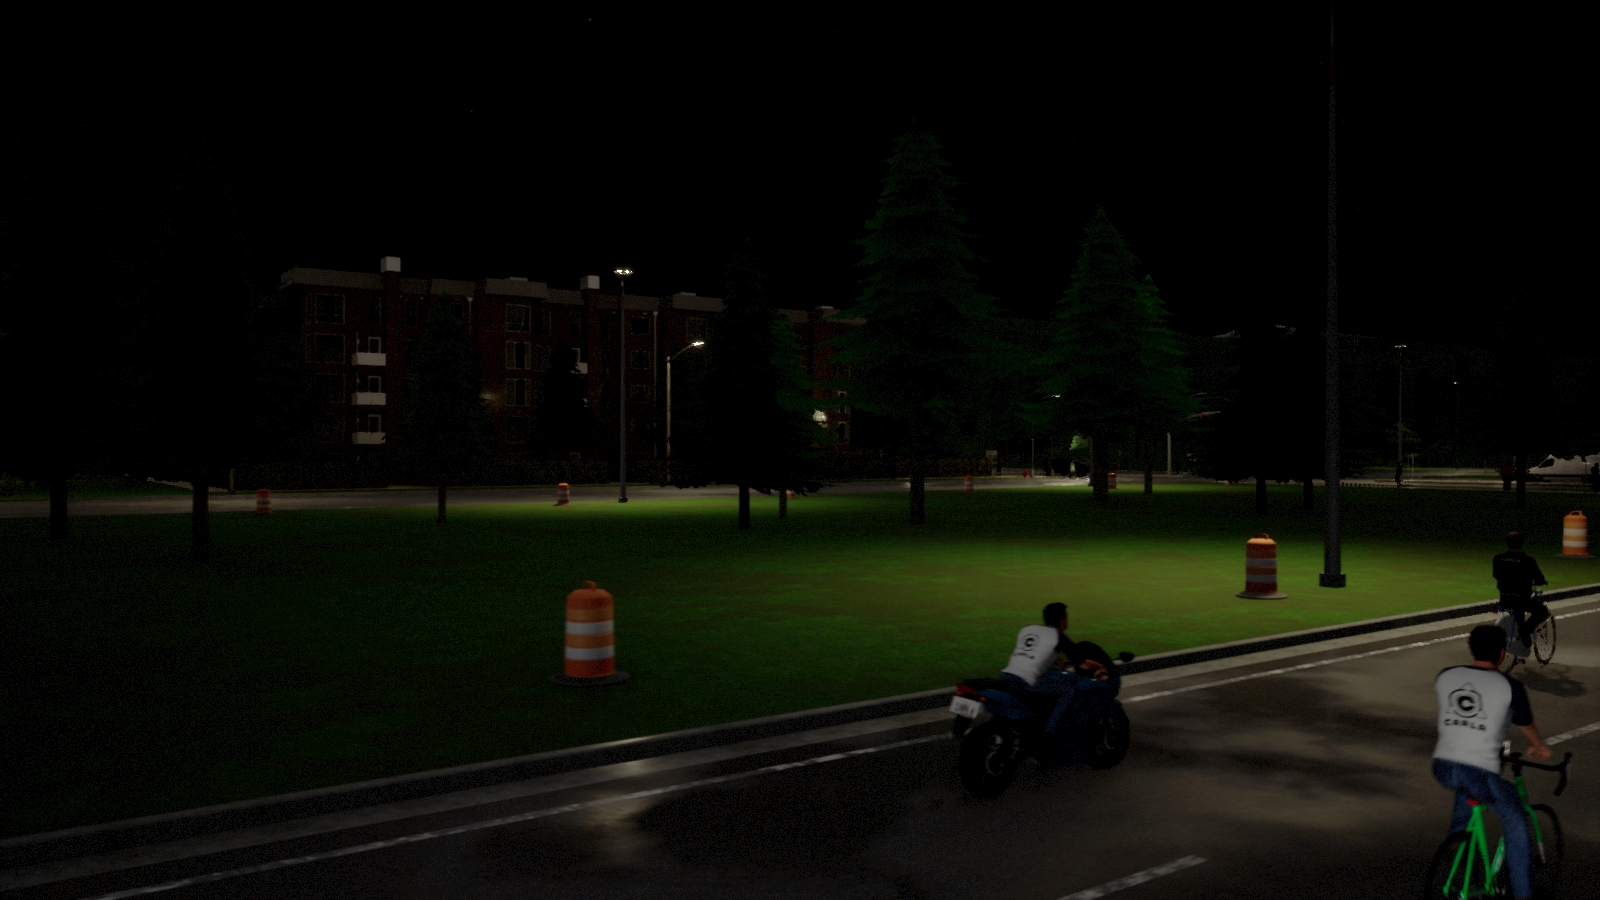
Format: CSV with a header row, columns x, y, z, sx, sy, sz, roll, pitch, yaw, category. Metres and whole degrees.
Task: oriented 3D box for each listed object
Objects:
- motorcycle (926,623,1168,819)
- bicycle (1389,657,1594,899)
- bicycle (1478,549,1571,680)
x,y,z,sx,sy,sz,roll,pitch,yaw,category
2.083,2.181,9.516,2.033,1.199,0.803,0,0,-35,motorcycle
4.021,2.051,6.599,1.643,1.496,0.373,0,0,-35,bicycle
9.224,2.051,14.519,1.835,1.471,0.329,0,0,-35,bicycle
